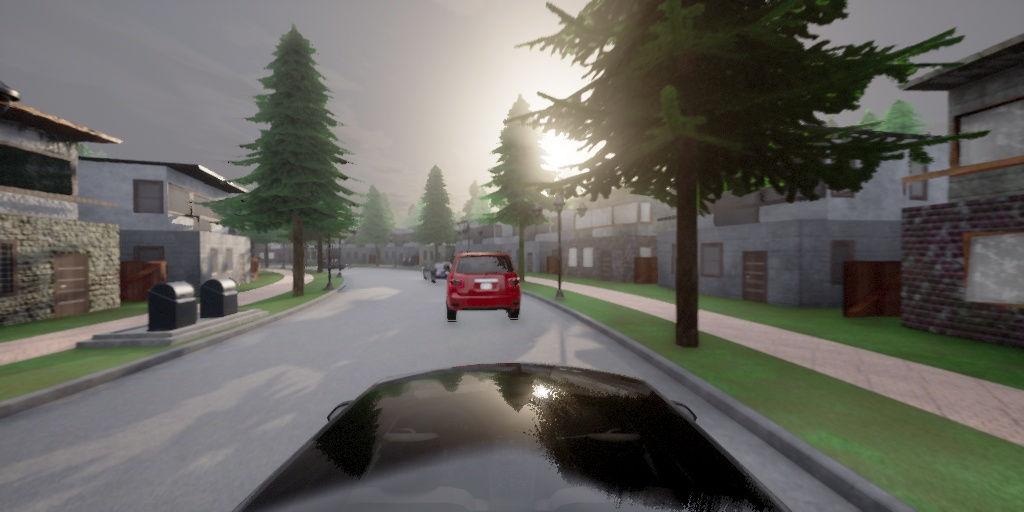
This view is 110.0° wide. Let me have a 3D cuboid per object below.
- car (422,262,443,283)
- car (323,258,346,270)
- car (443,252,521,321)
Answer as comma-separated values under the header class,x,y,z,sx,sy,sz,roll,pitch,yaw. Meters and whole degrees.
class,x,y,z,sx,sy,sz,roll,pitch,yaw
car,-5.170,1.108,25.792,2.033,1.411,5.357,0,1,-23
car,-22.217,0.977,44.193,4.892,1.490,1.837,0,0,42
car,-1.123,0.883,12.266,2.150,2.045,5.566,0,0,-9
